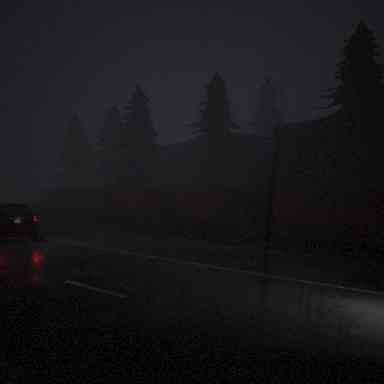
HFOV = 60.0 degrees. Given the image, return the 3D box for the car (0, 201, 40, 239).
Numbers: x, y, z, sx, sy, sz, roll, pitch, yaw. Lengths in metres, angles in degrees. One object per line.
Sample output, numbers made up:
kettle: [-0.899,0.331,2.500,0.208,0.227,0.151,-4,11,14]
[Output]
car: [-9.045,1.264,15.647,4.553,1.767,2.097,0,0,42]
